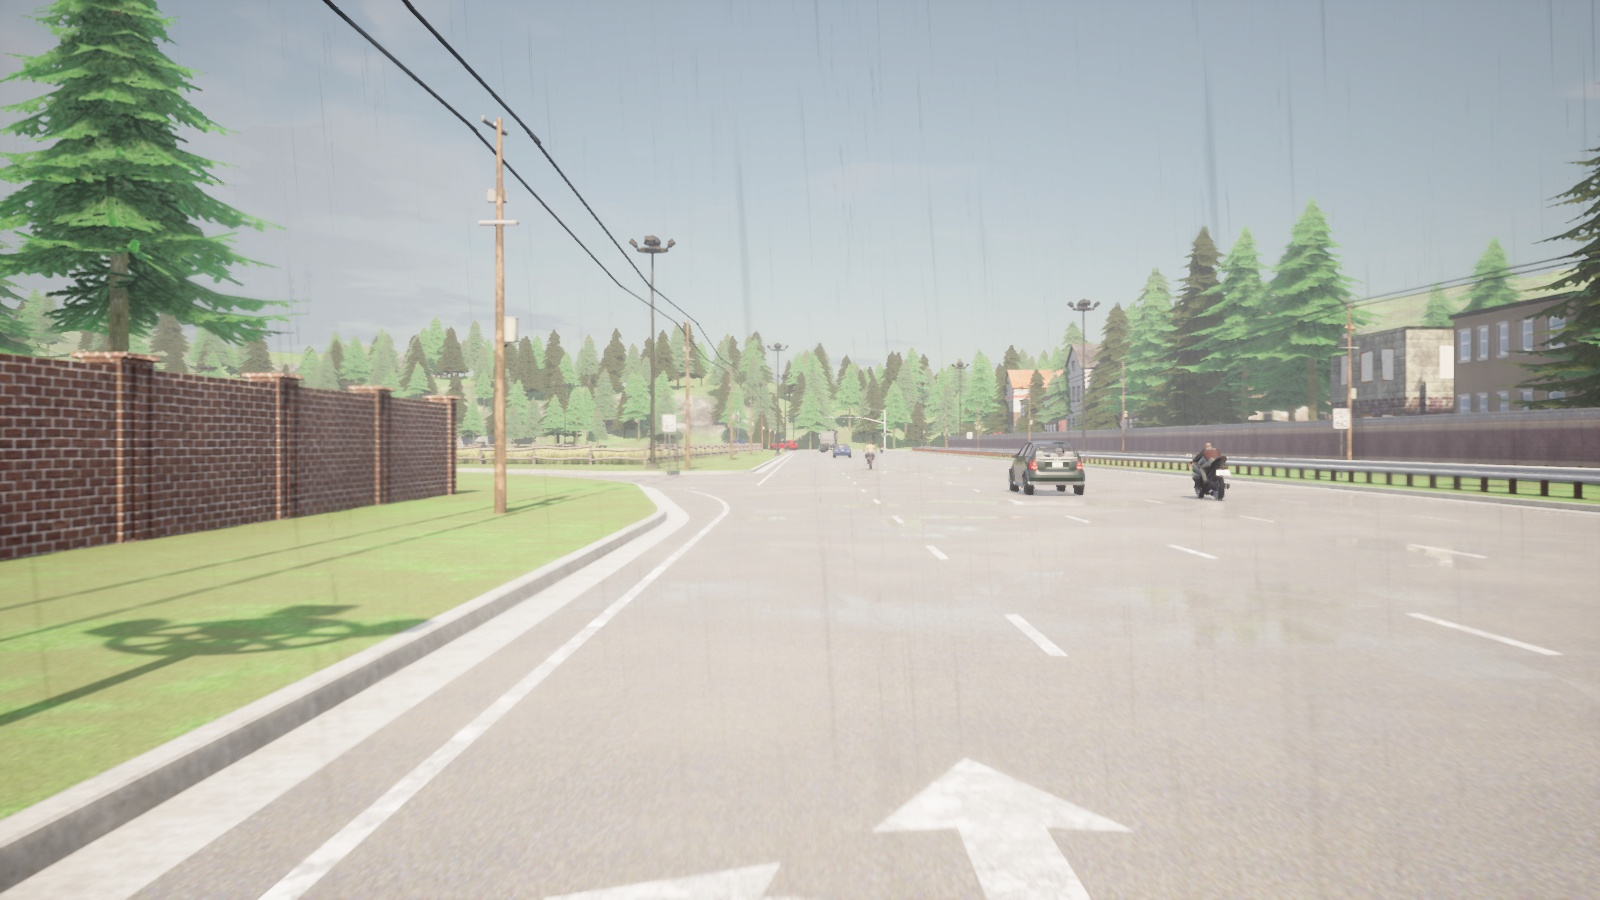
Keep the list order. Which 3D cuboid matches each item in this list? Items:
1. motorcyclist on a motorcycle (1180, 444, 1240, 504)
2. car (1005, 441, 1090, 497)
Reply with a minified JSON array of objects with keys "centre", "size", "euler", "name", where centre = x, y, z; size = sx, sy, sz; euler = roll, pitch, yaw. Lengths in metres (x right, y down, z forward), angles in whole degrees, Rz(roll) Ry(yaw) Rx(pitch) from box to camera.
[{"centre":[10.703,0.605,32.844],"size":[0.866,1.530,2.191],"euler":[0,0,0],"name":"motorcyclist on a motorcycle"},{"centre":[7.227,0.521,37.013],"size":[1.789,1.549,3.705],"euler":[0,0,0],"name":"car"}]
